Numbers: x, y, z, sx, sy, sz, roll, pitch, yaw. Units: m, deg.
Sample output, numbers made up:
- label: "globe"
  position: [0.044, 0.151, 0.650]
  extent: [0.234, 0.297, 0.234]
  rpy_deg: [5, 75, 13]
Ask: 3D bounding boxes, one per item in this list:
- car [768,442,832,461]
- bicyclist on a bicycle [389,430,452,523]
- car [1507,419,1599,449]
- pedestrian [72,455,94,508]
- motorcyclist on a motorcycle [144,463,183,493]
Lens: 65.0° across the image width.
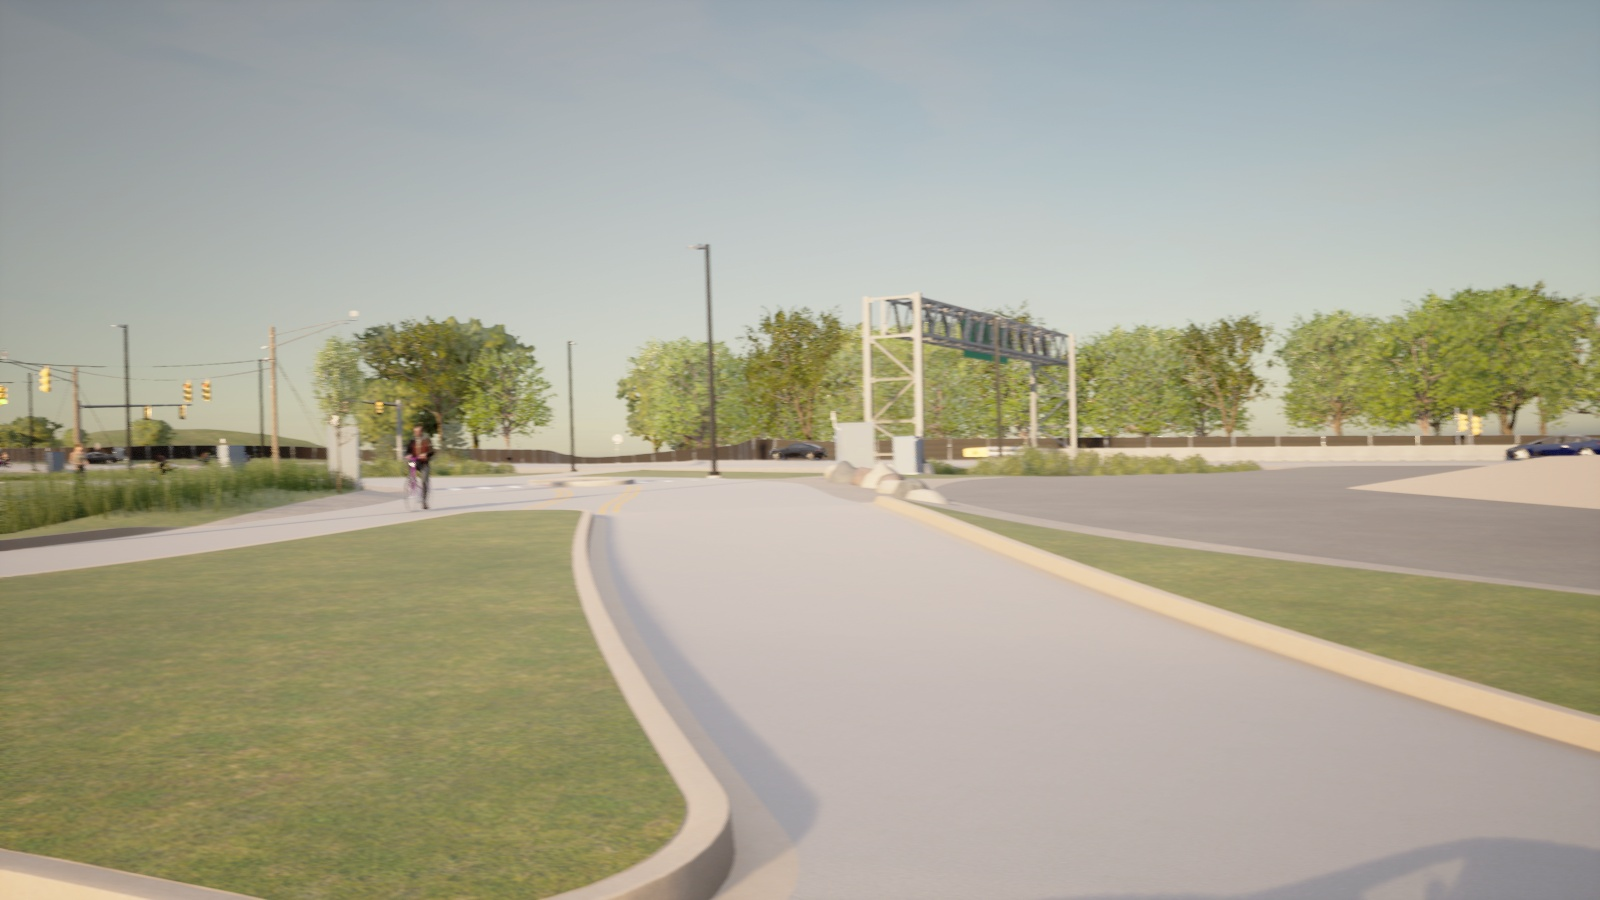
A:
- label: "car"
  position: [-0.005, 0.133, 99.053]
  extent: [4.674, 1.442, 1.812]
  rpy_deg: [-1, 0, 19]
- label: "bicyclist on a bicycle"
  position: [-7.617, 0.514, 25.290]
  extent: [0.659, 1.776, 1.843]
  rpy_deg: [-3, 0, -2]
- label: "car"
  position: [41.465, -0.874, 68.690]
  extent: [4.792, 1.488, 2.163]
  rpy_deg: [-2, 0, 31]
- label: "pedestrian"
  position: [-25.287, 1.112, 44.283]
  extent: [0.594, 1.836, 0.345]
  rpy_deg: [-3, -1, 33]
- label: "motorcyclist on a motorcycle"
  position: [-33.473, 1.461, 66.038]
  extent: [2.044, 1.523, 0.797]
  rpy_deg: [-2, 0, 28]
